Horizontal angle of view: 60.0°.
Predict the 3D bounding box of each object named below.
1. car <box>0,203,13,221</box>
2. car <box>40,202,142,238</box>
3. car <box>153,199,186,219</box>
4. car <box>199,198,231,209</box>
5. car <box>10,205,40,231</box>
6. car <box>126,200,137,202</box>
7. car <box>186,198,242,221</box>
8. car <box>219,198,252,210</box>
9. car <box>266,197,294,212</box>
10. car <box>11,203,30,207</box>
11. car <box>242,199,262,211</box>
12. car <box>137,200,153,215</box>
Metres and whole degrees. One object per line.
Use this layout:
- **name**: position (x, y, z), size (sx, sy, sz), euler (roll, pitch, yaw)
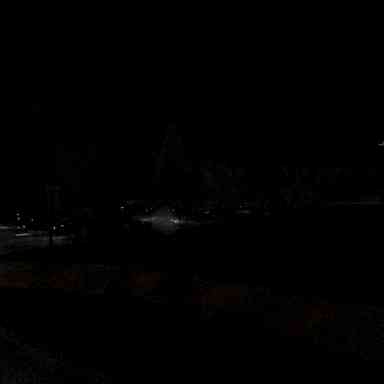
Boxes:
- **car**: position (-13.344, 1.542, 24.680), size (2.033, 1.411, 5.357), euler (0, 0, 36)
- **car**: position (-5.234, 1.501, 17.955), size (1.837, 1.490, 4.892), euler (0, 0, 36)
- **car**: position (-0.961, 1.501, 29.794), size (1.837, 1.490, 4.892), euler (0, 0, 36)
- **car**: position (3.380, 1.542, 47.614), size (2.033, 1.411, 5.357), euler (0, 0, 36)
- **car**: position (-7.975, 1.597, 20.161), size (1.895, 1.301, 4.718), euler (0, 0, 36)
- **car**: position (-6.063, 1.520, 34.680), size (1.812, 1.442, 4.674), euler (0, 0, 36)
- **car**: position (1.934, 1.474, 27.822), size (1.882, 1.535, 5.008), euler (0, 0, 36)
- **car**: position (5.970, 1.543, 45.234), size (2.033, 1.411, 5.357), euler (0, 0, 36)
- **car**: position (10.493, 1.348, 39.556), size (2.097, 1.767, 4.553), euler (0, 0, 36)
- **car**: position (-9.807, 1.596, 23.589), size (1.895, 1.301, 4.718), euler (0, 0, 36)
- **car**: position (6.929, 1.560, 40.615), size (1.994, 1.385, 4.181), euler (0, 0, 36)
- **car**: position (-2.814, 1.501, 33.192), size (1.837, 1.490, 4.892), euler (0, 0, 36)
